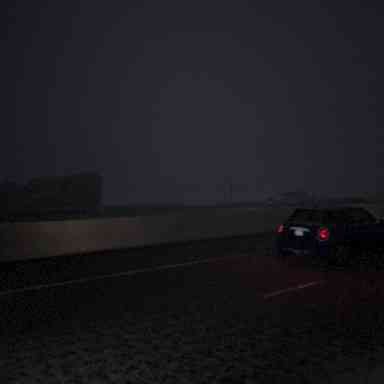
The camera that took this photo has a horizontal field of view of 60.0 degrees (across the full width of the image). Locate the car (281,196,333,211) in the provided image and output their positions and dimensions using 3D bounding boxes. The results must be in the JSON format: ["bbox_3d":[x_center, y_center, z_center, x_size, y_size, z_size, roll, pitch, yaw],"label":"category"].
[{"bbox_3d":[12.232,1.167,35.245,5.357,1.411,2.033,-1,0,-26],"label":"car"}]

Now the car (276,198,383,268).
[{"bbox_3d":[4.988,1.222,11.027,4.553,1.767,2.097,-1,0,-32],"label":"car"}]

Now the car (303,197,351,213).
[{"bbox_3d":[12.835,1.206,31.602,4.181,1.385,1.994,-1,0,-26],"label":"car"}]
